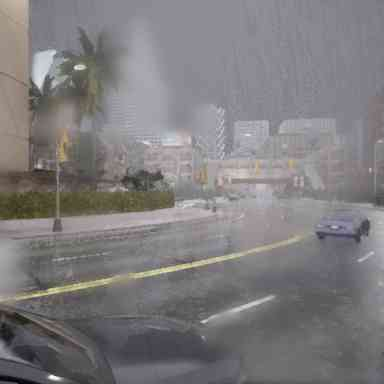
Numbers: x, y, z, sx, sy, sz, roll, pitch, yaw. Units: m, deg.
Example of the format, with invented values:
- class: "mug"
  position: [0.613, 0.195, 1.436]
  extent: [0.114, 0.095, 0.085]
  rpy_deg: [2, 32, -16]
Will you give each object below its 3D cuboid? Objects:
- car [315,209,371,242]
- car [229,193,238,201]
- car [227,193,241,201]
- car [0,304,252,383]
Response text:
- class: "car"
  position: [7.539, 1.554, 16.398]
  extent: [2.033, 1.411, 5.357]
  rpy_deg: [0, 0, 34]
- class: "car"
  position: [10.797, 1.288, 87.333]
  extent: [2.185, 1.767, 4.553]
  rpy_deg: [0, 0, 7]
- class: "car"
  position: [10.165, 1.418, 80.938]
  extent: [2.097, 1.535, 5.008]
  rpy_deg: [0, 0, 7]
- class: "car"
  position: [-1.615, 1.523, 2.127]
  extent: [4.674, 1.442, 1.812]
  rpy_deg: [0, 0, -35]
